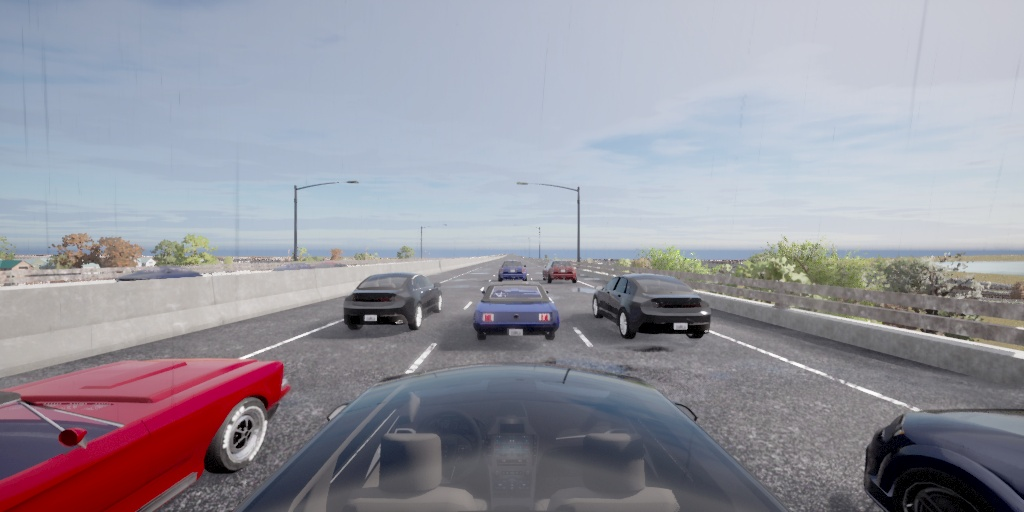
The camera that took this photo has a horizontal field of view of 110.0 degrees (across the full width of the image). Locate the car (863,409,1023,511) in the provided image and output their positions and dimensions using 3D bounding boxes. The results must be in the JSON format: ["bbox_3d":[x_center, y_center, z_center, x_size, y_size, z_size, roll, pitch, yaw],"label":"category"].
[{"bbox_3d":[3.595,1.314,0.892,1.994,1.385,4.181,0,0,1],"label":"car"}]

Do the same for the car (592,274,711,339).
[{"bbox_3d":[3.588,1.251,10.056,1.837,1.490,4.892,0,0,0],"label":"car"}]

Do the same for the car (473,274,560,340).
[{"bbox_3d":[0.089,1.347,9.899,1.895,1.301,4.718,0,0,0],"label":"car"}]

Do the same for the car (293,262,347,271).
[{"bbox_3d":[-14.134,1.215,27.460,1.882,1.535,5.008,0,0,0],"label":"car"}]

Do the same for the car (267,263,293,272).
[{"bbox_3d":[-17.637,1.284,29.127,2.033,1.411,5.357,0,0,0],"label":"car"}]

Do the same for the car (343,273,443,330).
[{"bbox_3d":[-3.413,1.251,11.076,1.837,1.490,4.892,0,0,0],"label":"car"}]

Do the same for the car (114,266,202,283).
[{"bbox_3d":[-21.126,1.304,21.623,1.994,1.385,4.181,0,0,0],"label":"car"}]

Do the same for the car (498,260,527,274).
[{"bbox_3d":[0.063,1.090,27.527,2.097,1.767,4.553,0,0,0],"label":"car"}]

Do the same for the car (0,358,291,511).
[{"bbox_3d":[-3.403,1.351,1.848,1.895,1.301,4.718,0,0,0],"label":"car"}]

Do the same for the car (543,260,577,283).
[{"bbox_3d":[3.570,1.090,27.533,2.097,1.767,4.553,0,0,-1],"label":"car"}]
